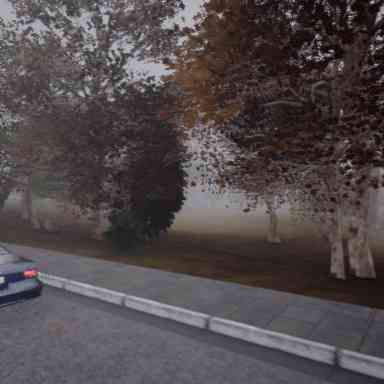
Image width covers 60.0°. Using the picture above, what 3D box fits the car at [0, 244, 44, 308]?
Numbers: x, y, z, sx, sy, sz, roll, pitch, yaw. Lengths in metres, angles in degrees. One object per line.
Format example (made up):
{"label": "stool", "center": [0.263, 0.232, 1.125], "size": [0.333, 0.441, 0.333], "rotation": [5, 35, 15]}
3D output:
{"label": "car", "center": [-5.349, 1.567, 7.121], "size": [5.357, 1.411, 2.033], "rotation": [0, 0, 36]}
